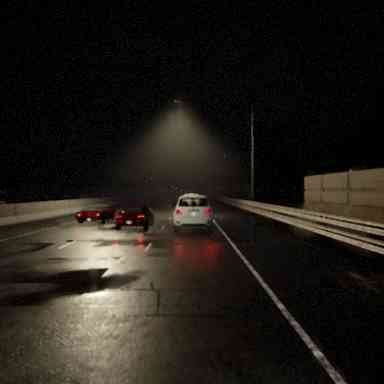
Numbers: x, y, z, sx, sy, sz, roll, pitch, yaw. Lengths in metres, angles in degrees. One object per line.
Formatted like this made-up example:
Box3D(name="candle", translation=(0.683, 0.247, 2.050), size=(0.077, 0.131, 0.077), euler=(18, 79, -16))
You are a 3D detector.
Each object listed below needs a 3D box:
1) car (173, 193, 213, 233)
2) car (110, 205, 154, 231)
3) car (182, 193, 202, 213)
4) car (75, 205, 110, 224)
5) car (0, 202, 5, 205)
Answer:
Box3D(name="car", translation=(0.062, 1.204, 19.905), size=(2.150, 2.045, 5.566), euler=(0, 0, -1))
Box3D(name="car", translation=(-3.446, 1.510, 20.523), size=(1.812, 1.442, 4.674), euler=(0, -1, 0))
Box3D(name="car", translation=(-0.054, 1.180, 38.527), size=(2.150, 2.045, 5.566), euler=(0, 0, 0))
Box3D(name="car", translation=(-6.963, 1.581, 24.717), size=(1.895, 1.301, 4.718), euler=(0, 0, 0))
Box3D(name="car", translation=(-17.689, 1.576, 29.144), size=(1.895, 1.301, 4.718), euler=(0, 0, 0))
